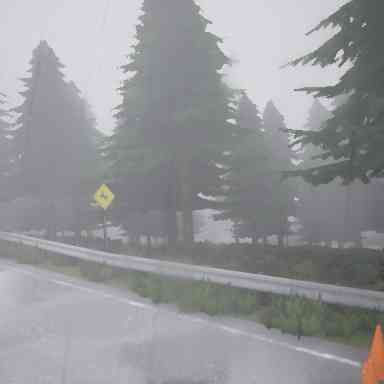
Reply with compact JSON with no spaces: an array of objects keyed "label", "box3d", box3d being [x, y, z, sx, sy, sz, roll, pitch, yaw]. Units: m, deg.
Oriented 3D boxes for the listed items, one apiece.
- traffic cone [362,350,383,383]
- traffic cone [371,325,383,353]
[{"label":"traffic cone","box3d":[1.773,1.956,3.297,0.340,0.580,0.340,0,0,34]},{"label":"traffic cone","box3d":[2.321,1.956,4.130,0.340,0.580,0.340,0,0,34]}]
